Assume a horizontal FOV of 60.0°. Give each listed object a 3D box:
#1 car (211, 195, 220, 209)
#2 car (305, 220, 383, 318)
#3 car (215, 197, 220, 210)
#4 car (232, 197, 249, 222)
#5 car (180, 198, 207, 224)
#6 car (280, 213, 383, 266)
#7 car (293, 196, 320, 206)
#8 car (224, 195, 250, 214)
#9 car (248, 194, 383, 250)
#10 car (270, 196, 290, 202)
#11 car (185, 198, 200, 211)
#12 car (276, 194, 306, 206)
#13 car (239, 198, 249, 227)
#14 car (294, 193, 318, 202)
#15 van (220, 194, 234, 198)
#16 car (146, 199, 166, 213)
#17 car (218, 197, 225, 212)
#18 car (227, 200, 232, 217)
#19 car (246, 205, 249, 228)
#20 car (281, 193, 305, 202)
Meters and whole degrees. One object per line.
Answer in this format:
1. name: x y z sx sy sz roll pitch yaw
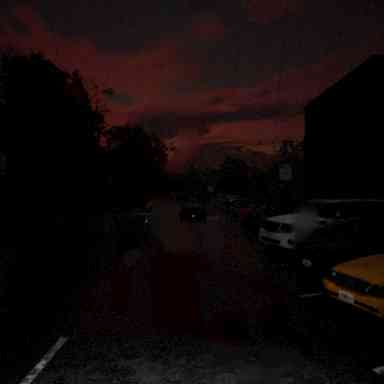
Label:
1. car: 5.185 1.540 39.643 5.366 1.575 1.946 1 0 -20
2. car: 5.159 1.482 6.604 5.366 1.575 1.946 1 0 -20
3. car: 5.370 1.579 36.701 4.674 1.452 2.002 1 0 -20
4. car: 5.330 1.379 21.679 4.553 1.767 2.185 1 0 -20
5. car: 0.098 1.504 25.268 1.882 1.535 5.008 0 0 0
6. car: 5.311 1.519 9.662 4.792 1.488 2.163 1 0 -20
7. car: 21.235 1.640 61.858 2.163 1.488 4.792 0 1 -22
8. car: 5.402 1.393 27.696 4.553 1.767 2.185 1 0 -20
9. car: 5.323 1.240 12.664 5.566 2.045 2.435 1 0 -20
10. car: 20.903 1.685 78.803 2.163 1.488 4.792 0 -1 -21
11. car: 0.074 1.572 42.945 1.837 1.490 4.892 0 0 0
12. car: 18.320 1.358 61.741 2.435 2.045 5.566 0 1 -21
13. car: 5.325 1.374 18.678 4.553 1.767 2.185 1 0 -20
14. car: 26.986 1.407 78.928 2.435 2.045 5.566 1 -1 -22
15. van: 5.479 1.308 33.745 4.442 1.987 1.878 1 0 -20
16. car: -4.152 1.534 38.448 1.882 1.535 5.008 0 0 0
17. car: 5.361 1.525 30.699 5.008 1.535 2.097 1 0 -20
18. car: 5.366 1.552 24.687 4.674 1.452 2.002 1 0 -20
19. car: 5.326 1.525 15.663 4.792 1.488 2.163 1 0 -20
20. car: 23.925 1.406 78.888 2.435 2.045 5.566 0 -1 -21
